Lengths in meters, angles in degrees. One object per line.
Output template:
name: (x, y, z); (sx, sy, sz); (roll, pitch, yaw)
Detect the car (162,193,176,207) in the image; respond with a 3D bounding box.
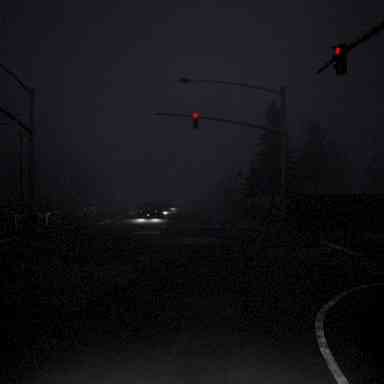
car: (-3.659, 1.221, 50.979); (2.150, 2.045, 5.566); (0, 0, -2)

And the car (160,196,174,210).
car: (-3.688, 1.547, 40.626); (2.033, 1.411, 5.357); (0, 0, 0)

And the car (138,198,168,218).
car: (-3.671, 1.547, 30.521); (2.033, 1.411, 5.357); (0, 0, 0)

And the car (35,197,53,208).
car: (-20.614, 1.384, 45.557); (1.970, 1.475, 3.806); (0, 0, 0)

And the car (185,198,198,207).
car: (-0.118, 1.601, 51.173); (1.895, 1.301, 4.718); (0, 0, 0)

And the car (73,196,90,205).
car: (-17.578, 1.374, 52.955); (1.845, 1.501, 3.633); (0, 0, 0)
